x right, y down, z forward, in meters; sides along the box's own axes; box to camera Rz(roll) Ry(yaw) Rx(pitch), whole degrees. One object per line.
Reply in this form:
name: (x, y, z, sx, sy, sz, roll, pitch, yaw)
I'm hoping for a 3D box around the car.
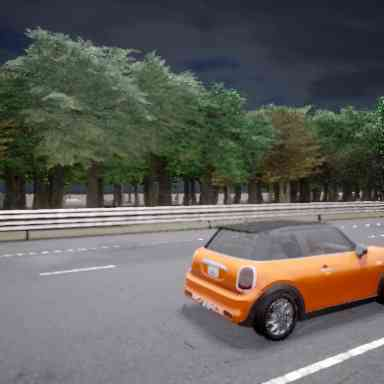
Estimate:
car: (2.190, 1.343, 6.622, 4.553, 1.767, 2.097, 0, 0, -30)
